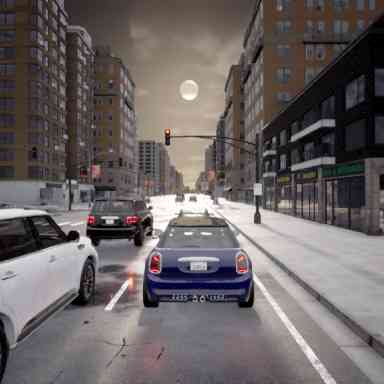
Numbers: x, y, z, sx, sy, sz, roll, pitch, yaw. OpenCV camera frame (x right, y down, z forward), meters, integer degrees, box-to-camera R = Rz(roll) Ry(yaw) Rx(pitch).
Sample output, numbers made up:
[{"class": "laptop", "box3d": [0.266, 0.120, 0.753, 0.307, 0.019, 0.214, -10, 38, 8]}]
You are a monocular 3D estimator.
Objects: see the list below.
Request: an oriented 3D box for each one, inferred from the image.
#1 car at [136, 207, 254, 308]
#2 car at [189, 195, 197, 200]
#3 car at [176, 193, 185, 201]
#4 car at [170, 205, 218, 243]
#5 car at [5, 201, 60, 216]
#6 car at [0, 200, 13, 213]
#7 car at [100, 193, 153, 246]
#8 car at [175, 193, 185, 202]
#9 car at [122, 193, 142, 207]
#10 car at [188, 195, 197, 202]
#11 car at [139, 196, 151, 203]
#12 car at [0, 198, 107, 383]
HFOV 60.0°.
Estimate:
[{"class": "car", "box3d": [0.122, 1.353, 8.092, 2.097, 1.767, 4.553, 0, 0, 0]}, {"class": "car", "box3d": [0.277, 1.496, 88.172, 1.994, 1.385, 4.181, 0, 0, 0]}, {"class": "car", "box3d": [-2.973, 1.169, 88.212, 2.150, 2.045, 5.566, 0, 0, 0]}, {"class": "car", "box3d": [0.108, 1.494, 17.160, 2.128, 1.511, 4.902, 0, 0, 1]}, {"class": "car", "box3d": [-15.781, 1.615, 33.241, 4.718, 1.301, 1.895, 0, 0, -16]}, {"class": "car", "box3d": [-22.038, 1.596, 35.999, 4.313, 1.339, 1.947, 0, 0, 0]}, {"class": "car", "box3d": [-3.105, 1.224, 15.286, 2.150, 2.045, 5.566, 0, 0, 0]}, {"class": "car", "box3d": [-3.006, 1.583, 77.760, 2.033, 1.411, 5.357, 0, 0, 0]}, {"class": "car", "box3d": [-9.669, 1.247, 54.081, 2.150, 2.045, 5.566, 0, 0, 0]}, {"class": "car", "box3d": [0.246, 1.568, 78.164, 1.812, 1.442, 4.674, 0, 0, 0]}, {"class": "car", "box3d": [-9.538, 1.561, 68.395, 1.812, 1.442, 4.674, 0, 0, 0]}, {"class": "car", "box3d": [-3.142, 1.222, 4.933, 2.150, 2.045, 5.566, 0, 0, 1]}]
